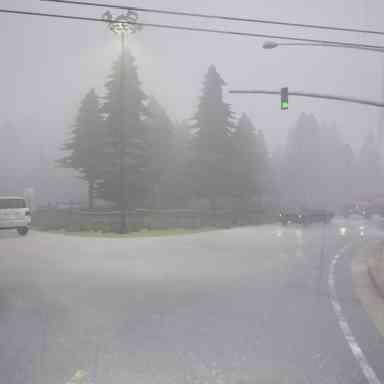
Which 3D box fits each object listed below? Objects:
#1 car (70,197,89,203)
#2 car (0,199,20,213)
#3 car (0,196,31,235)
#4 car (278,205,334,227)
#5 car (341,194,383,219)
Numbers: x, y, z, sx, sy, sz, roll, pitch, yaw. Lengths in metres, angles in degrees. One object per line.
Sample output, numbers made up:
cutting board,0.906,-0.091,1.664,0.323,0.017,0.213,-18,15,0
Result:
car,-16.723,1.540,50.765,2.128,1.511,4.902,0,0,12
car,-21.741,1.535,37.444,2.128,1.511,4.902,0,0,2
car,-10.808,1.255,18.107,5.566,2.045,2.150,0,0,42
car,7.938,1.612,23.029,4.718,1.301,1.895,0,0,-43
car,15.422,1.237,29.619,5.566,2.045,2.150,0,0,-40
